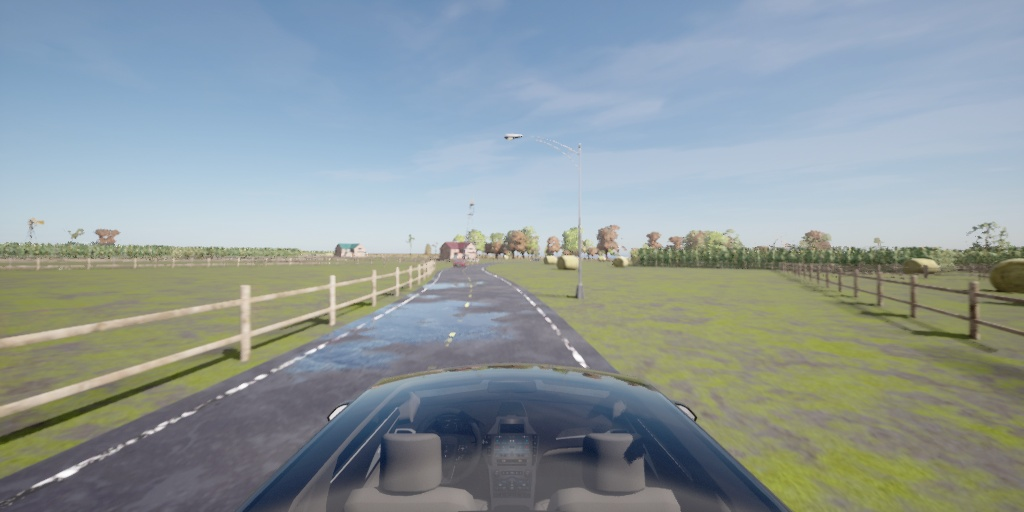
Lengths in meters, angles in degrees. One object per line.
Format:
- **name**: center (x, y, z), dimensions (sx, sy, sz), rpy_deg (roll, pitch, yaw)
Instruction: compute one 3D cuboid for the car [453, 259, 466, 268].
- **car**: center (-9.041, 1.229, 61.958), dimensions (1.882, 1.535, 5.008), rpy_deg (0, 0, -2)
